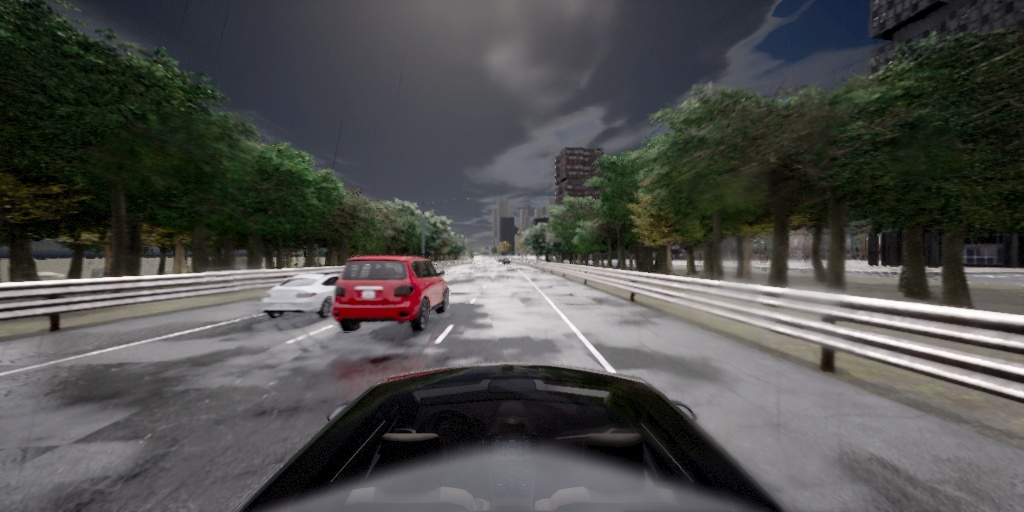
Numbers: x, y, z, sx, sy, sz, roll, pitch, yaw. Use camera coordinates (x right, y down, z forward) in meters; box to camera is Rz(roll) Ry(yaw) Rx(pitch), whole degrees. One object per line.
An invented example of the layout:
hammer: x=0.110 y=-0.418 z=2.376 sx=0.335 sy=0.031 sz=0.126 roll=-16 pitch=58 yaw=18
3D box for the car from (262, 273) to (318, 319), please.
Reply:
car: x=-6.929 y=1.336 z=13.055 sx=1.812 sy=1.442 sz=4.674 roll=0 pitch=0 yaw=0

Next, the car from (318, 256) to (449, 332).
car: x=-3.432 y=1.019 z=11.195 sx=2.150 sy=2.045 sz=5.566 roll=0 pitch=0 yaw=-1
